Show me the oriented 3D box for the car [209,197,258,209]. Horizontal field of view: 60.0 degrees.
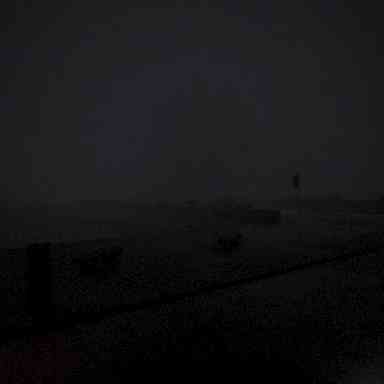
[{"bbox_3d":[3.846,1.149,32.268,2.033,1.411,5.357,-1,1,-35],"label":"car"}]
